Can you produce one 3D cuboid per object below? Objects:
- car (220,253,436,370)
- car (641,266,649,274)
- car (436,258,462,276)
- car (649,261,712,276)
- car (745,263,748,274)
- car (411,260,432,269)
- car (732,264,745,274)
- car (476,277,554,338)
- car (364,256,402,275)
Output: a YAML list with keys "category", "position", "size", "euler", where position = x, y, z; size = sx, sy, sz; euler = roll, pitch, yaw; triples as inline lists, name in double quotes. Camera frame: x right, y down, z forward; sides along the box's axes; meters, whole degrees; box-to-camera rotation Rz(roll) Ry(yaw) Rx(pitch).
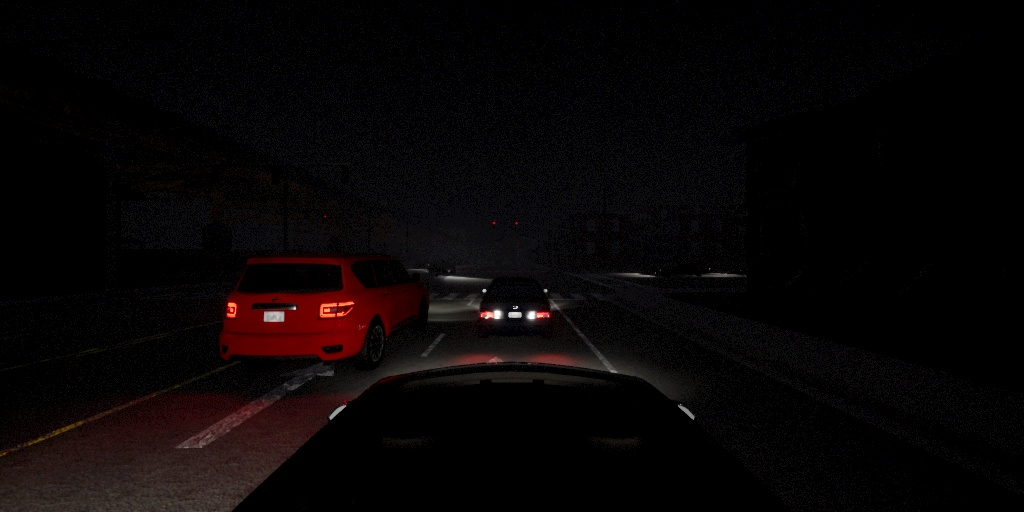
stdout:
- category: "car"
  position: [-3.427, 0.971, 7.877]
  size: [2.150, 2.045, 5.566]
  euler: [0, 0, 0]
- category: "car"
  position: [17.097, 1.297, 39.380]
  size: [5.357, 1.411, 2.033]
  euler: [0, 0, 2]
- category: "car"
  position: [-7.493, 1.241, 37.920]
  size: [2.128, 1.511, 4.902]
  euler: [0, 0, -29]
- category: "car"
  position: [16.992, 1.297, 35.895]
  size: [5.357, 1.411, 2.033]
  euler: [0, 0, 0]
- category: "car"
  position: [26.548, 1.351, 35.889]
  size: [4.718, 1.301, 1.895]
  euler: [0, 0, 0]
- category: "car"
  position: [-14.095, 1.297, 56.250]
  size: [2.033, 1.411, 5.357]
  euler: [0, 0, 0]
- category: "car"
  position: [26.825, 1.255, 39.386]
  size: [4.892, 1.490, 1.837]
  euler: [0, 0, 0]
- category: "car"
  position: [0.081, 1.297, 10.130]
  size: [2.033, 1.411, 5.357]
  euler: [0, 0, 0]
- category: "car"
  position: [-14.100, 0.971, 39.620]
  size: [2.150, 2.045, 5.566]
  euler: [0, 0, 0]
